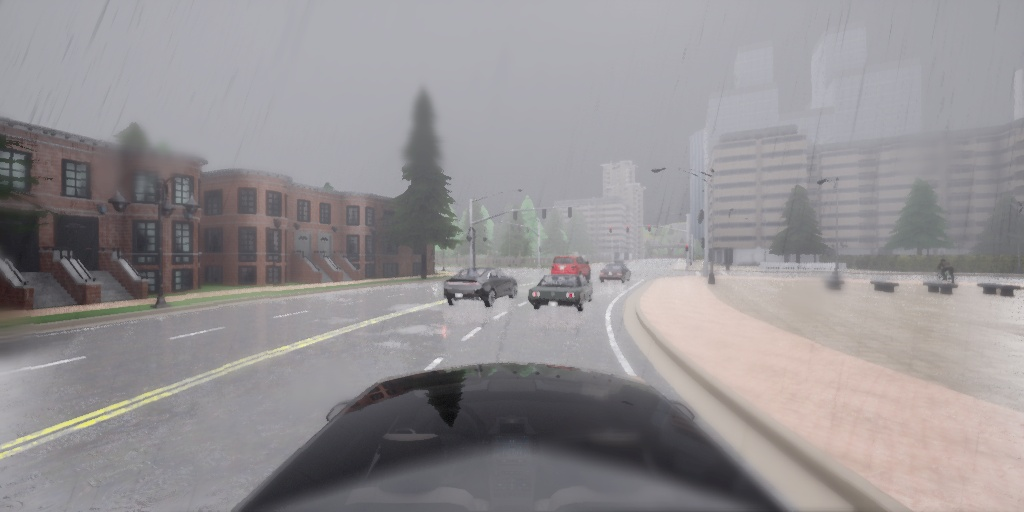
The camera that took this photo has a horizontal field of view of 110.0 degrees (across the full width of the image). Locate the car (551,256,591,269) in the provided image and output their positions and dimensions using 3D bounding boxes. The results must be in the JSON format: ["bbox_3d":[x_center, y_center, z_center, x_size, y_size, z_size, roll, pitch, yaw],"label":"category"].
[{"bbox_3d":[4.855,1.007,29.104,2.150,2.045,5.566,0,0,25],"label":"car"}]

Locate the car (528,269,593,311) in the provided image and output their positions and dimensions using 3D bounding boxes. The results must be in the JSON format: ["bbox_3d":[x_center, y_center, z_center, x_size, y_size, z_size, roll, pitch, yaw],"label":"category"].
[{"bbox_3d":[2.143,1.365,14.464,1.895,1.301,4.718,0,0,19],"label":"car"}]

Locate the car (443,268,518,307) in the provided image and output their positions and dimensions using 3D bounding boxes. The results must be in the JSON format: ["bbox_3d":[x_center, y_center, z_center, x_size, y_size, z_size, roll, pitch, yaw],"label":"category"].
[{"bbox_3d":[-1.182,1.244,15.559,2.128,1.511,4.902,0,0,19],"label":"car"}]

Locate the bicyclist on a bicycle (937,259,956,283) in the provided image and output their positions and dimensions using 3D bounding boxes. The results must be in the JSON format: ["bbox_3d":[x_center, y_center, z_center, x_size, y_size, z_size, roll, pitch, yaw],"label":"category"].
[{"bbox_3d":[29.553,1.048,24.434,0.582,1.620,1.656,0,0,25],"label":"bicyclist on a bicycle"}]

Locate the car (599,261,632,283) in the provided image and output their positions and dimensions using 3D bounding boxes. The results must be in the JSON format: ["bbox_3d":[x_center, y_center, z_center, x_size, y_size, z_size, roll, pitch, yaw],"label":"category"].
[{"bbox_3d":[8.013,1.312,27.595,2.033,1.411,5.357,0,0,25],"label":"car"}]
